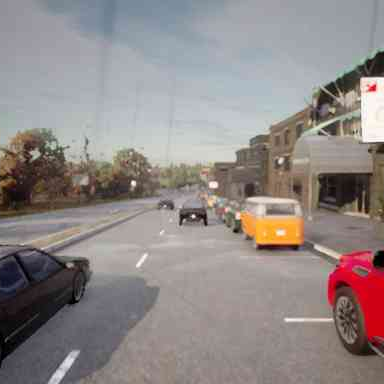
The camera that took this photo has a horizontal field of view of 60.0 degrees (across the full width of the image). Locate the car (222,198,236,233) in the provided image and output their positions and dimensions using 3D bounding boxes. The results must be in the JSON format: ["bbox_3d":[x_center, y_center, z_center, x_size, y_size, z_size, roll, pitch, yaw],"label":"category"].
[{"bbox_3d":[3.211,1.315,19.584,2.185,1.767,4.553,0,0,0],"label":"car"}]

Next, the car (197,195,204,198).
[{"bbox_3d":[0.070,1.464,41.908,2.033,1.411,5.357,0,0,0],"label":"car"}]

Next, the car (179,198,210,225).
[{"bbox_3d":[0.079,1.430,23.880,1.882,1.535,5.008,0,0,0],"label":"car"}]

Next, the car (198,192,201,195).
[{"bbox_3d":[3.156,1.332,74.737,2.231,1.521,4.892,0,0,0],"label":"car"}]

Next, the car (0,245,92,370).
[{"bbox_3d":[-3.154,1.537,5.019,2.033,1.411,5.357,0,0,0],"label":"car"}]

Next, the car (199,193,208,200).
[{"bbox_3d":[3.128,1.172,91.412,2.185,1.767,4.553,0,0,0],"label":"car"}]

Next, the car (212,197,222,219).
[{"bbox_3d":[3.203,1.459,30.538,2.002,1.452,4.674,0,0,0],"label":"car"}]

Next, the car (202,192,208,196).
[{"bbox_3d":[3.188,1.249,52.610,2.185,1.767,4.553,0,0,0],"label":"car"}]

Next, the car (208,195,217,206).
[{"bbox_3d":[3.198,1.409,36.059,2.231,1.521,4.892,0,0,0],"label":"car"}]

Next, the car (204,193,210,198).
[{"bbox_3d":[3.189,1.382,47.301,1.946,1.575,5.366,0,0,0],"label":"car"}]

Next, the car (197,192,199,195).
[{"bbox_3d":[3.146,1.068,80.421,2.435,2.045,5.566,0,0,0],"label":"car"}]

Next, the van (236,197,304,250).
[{"bbox_3d":[3.215,1.225,14.206,1.878,1.987,4.442,0,0,0],"label":"van"}]

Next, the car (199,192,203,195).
[{"bbox_3d":[3.163,1.343,69.211,2.231,1.521,4.892,0,0,0],"label":"car"}]

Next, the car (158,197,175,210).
[{"bbox_3d":[-3.181,1.422,41.715,1.837,1.490,4.892,0,0,0],"label":"car"}]
